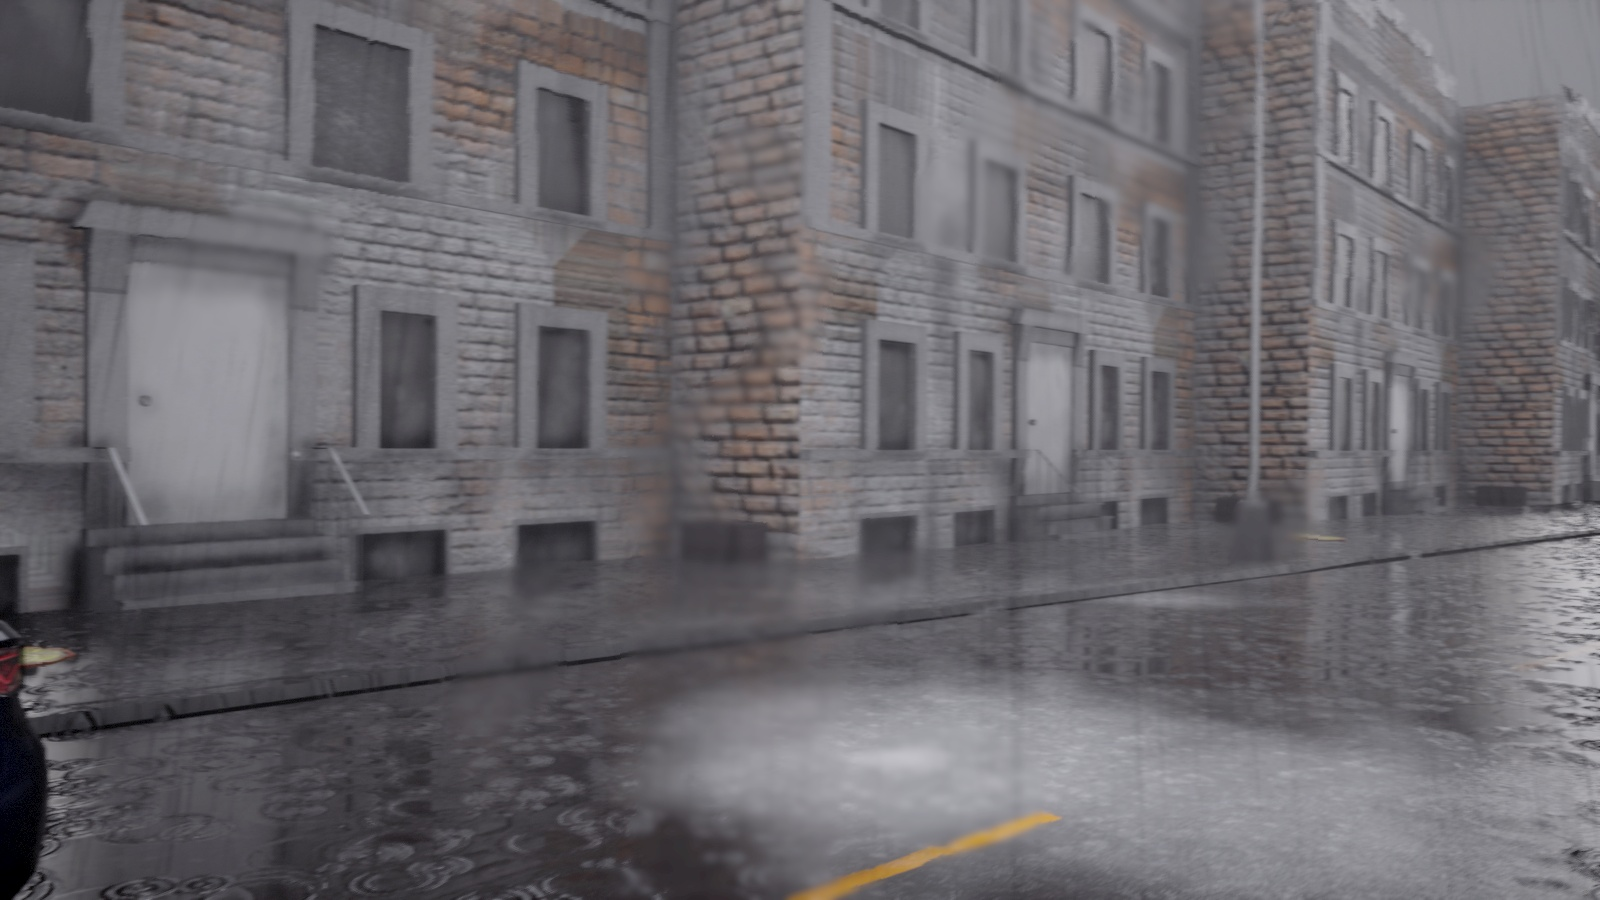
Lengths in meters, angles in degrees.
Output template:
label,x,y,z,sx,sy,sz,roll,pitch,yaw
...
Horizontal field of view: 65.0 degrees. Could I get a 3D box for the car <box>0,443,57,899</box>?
label,x,y,z,sx,sy,sz,roll,pitch,yaw
car,-3.640,0.718,1.725,1.816,1.474,4.193,1,0,26
